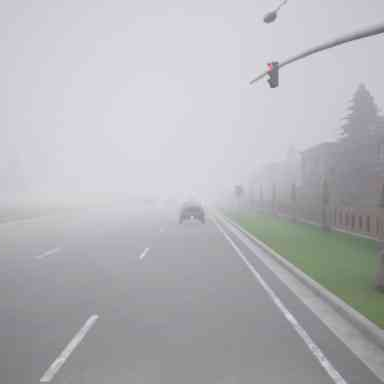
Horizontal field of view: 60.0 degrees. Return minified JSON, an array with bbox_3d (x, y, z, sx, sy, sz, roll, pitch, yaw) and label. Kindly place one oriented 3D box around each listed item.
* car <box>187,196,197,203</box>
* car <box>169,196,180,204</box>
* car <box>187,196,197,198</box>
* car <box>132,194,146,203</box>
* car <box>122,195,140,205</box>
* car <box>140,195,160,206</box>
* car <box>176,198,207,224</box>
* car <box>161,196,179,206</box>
[{"bbox_3d":[0.014,1.466,65.874,1.812,1.442,4.674,0,0,0],"label":"car"},{"bbox_3d":[-3.486,1.548,65.904,1.895,1.301,4.718,0,0,0],"label":"car"},{"bbox_3d":[0.011,1.493,55.454,2.033,1.411,5.357,0,0,0],"label":"car"},{"bbox_3d":[-10.486,1.304,65.846,2.097,1.767,4.553,0,0,0],"label":"car"},{"bbox_3d":[-10.488,1.510,55.839,1.994,1.385,4.181,0,0,0],"label":"car"},{"bbox_3d":[-6.989,1.424,55.455,1.882,1.535,5.008,0,0,0],"label":"car"},{"bbox_3d":[0.005,1.480,24.841,1.837,1.490,4.892,0,0,0],"label":"car"},{"bbox_3d":[-3.489,1.437,55.454,2.128,1.511,4.902,0,0,0],"label":"car"}]
